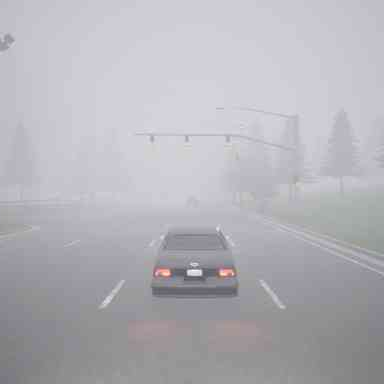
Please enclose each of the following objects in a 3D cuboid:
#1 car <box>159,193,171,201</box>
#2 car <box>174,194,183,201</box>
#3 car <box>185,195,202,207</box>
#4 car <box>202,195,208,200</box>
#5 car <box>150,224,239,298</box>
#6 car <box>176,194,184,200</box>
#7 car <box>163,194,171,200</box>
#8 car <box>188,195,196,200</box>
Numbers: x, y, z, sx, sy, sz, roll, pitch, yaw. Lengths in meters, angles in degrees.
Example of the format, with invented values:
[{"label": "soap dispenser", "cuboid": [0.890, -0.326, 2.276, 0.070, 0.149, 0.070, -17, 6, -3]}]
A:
[{"label": "car", "cuboid": [-6.959, 1.217, 83.409, 2.150, 2.045, 5.566, 0, 0, 0]}, {"label": "car", "cuboid": [-3.459, 1.516, 83.794, 1.812, 1.442, 4.674, 0, 0, 0]}, {"label": "car", "cuboid": [0.023, 1.352, 52.733, 2.097, 1.767, 4.553, 0, 0, 0]}, {"label": "car", "cuboid": [3.546, 1.500, 94.208, 1.837, 1.490, 4.892, 0, 0, 0]}, {"label": "car", "cuboid": [0.070, 1.547, 8.694, 2.033, 1.411, 5.357, 0, 0, 0]}, {"label": "car", "cuboid": [-3.454, 1.357, 93.798, 2.128, 1.511, 4.902, 0, 0, 0]}, {"label": "car", "cuboid": [-6.954, 1.385, 93.799, 1.994, 1.385, 4.181, 0, 0, 0]}, {"label": "car", "cuboid": [0.046, 1.540, 94.209, 2.033, 1.411, 5.357, 0, 0, 0]}]
